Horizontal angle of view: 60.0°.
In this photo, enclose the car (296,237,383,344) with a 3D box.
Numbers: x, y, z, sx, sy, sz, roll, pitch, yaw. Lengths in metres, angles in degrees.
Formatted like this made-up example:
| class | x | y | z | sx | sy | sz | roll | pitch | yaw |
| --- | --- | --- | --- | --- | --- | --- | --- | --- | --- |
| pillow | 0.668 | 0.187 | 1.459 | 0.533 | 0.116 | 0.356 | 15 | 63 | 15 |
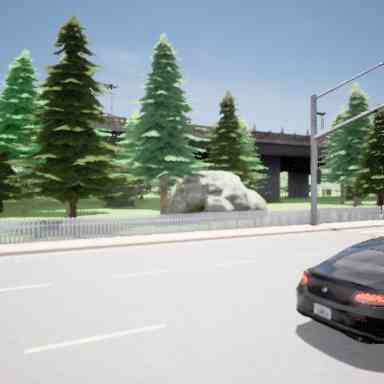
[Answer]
| class | x | y | z | sx | sy | sz | roll | pitch | yaw |
| --- | --- | --- | --- | --- | --- | --- | --- | --- | --- |
| car | 3.912 | 1.486 | 5.629 | 4.674 | 1.442 | 1.812 | 0 | 0 | -25 |
